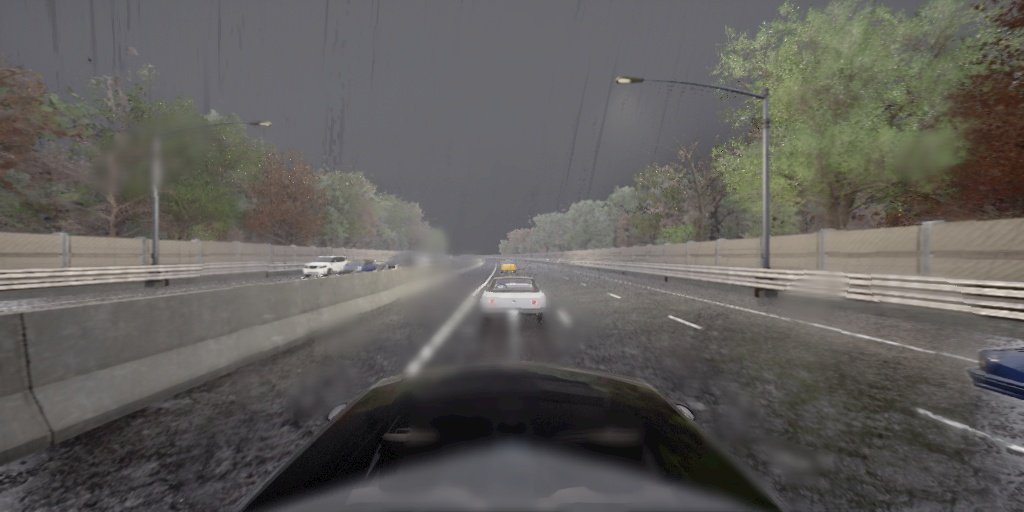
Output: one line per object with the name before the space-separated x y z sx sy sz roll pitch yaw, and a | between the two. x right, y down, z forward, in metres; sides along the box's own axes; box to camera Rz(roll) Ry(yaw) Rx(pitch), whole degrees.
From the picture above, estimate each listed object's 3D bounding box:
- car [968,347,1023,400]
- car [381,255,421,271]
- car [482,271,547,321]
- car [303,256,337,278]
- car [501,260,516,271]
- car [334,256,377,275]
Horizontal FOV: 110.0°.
car | 7.101 1.295 2.301 2.033 1.411 5.357 0 0 0
car | -10.934 0.983 35.146 2.150 2.045 5.566 0 0 -1
car | 0.056 1.355 12.421 1.895 1.301 4.718 0 0 0
car | -17.930 0.983 34.913 2.150 2.045 5.566 0 0 -1
car | -0.446 1.223 44.688 1.801 1.575 5.366 0 0 -1
car | -14.410 1.113 33.824 2.097 1.767 4.553 0 0 -1
